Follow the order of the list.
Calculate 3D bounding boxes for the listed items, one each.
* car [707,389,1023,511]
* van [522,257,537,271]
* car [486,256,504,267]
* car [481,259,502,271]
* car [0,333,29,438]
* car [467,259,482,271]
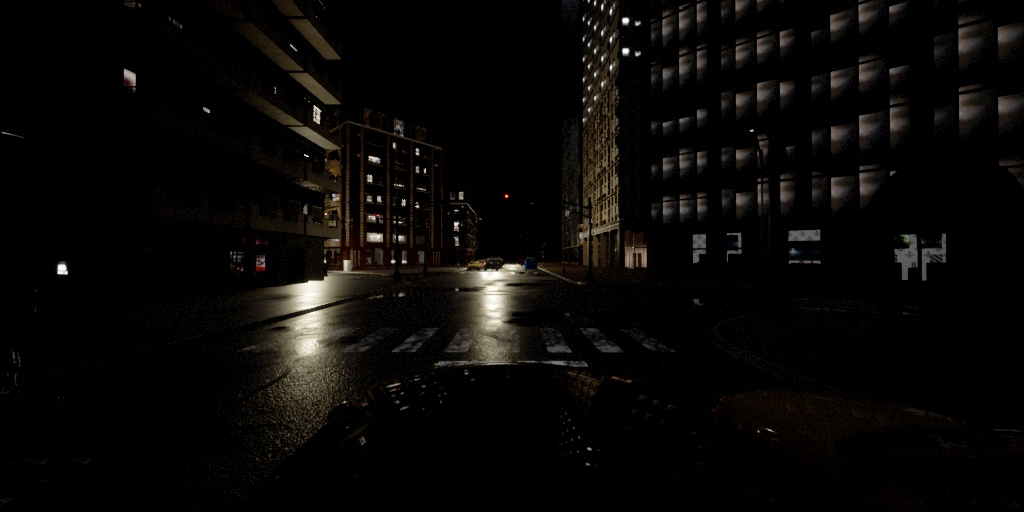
[{"bbox_3d":[2.563,1.275,1.237,1.751,1.417,4.829,0,0,0],"label":"car"},{"bbox_3d":[2.609,1.136,50.060,1.690,1.789,3.998,0,0,0],"label":"van"},{"bbox_3d":[-2.784,1.036,59.146,2.150,2.045,5.566,0,0,0],"label":"car"},{"bbox_3d":[-2.804,1.394,49.222,1.895,1.301,4.718,0,0,0],"label":"car"},{"bbox_3d":[-5.318,1.064,1.069,2.192,1.841,5.009,0,0,0],"label":"car"},{"bbox_3d":[-5.271,1.320,49.898,1.751,1.417,4.829,0,0,0],"label":"car"}]
